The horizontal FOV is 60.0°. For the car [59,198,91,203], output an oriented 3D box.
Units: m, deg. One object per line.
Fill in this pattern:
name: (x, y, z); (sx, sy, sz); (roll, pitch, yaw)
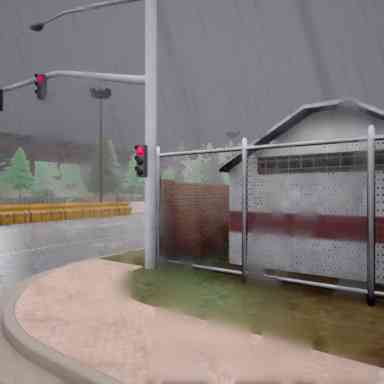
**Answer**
car: (-14.749, 1.505, 41.411); (1.837, 1.490, 4.892); (0, 0, 34)
